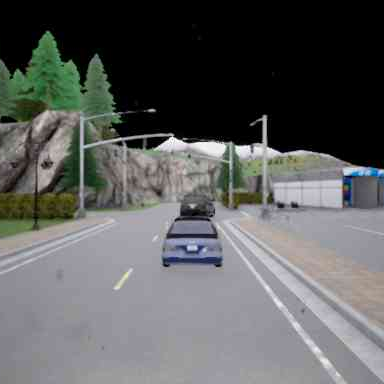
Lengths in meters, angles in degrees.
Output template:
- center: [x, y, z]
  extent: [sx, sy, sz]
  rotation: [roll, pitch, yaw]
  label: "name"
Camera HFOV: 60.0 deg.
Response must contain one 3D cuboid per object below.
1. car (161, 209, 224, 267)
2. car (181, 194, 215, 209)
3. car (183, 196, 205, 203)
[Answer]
- center: [0.022, 1.532, 11.352]
  extent: [2.033, 1.411, 5.357]
  rotation: [0, 0, 0]
  label: "car"
- center: [0.559, 1.186, 27.307]
  extent: [2.150, 2.045, 5.566]
  rotation: [0, 0, 11]
  label: "car"
- center: [0.519, 1.464, 68.317]
  extent: [4.181, 1.385, 1.994]
  rotation: [0, 0, -38]
  label: "car"
